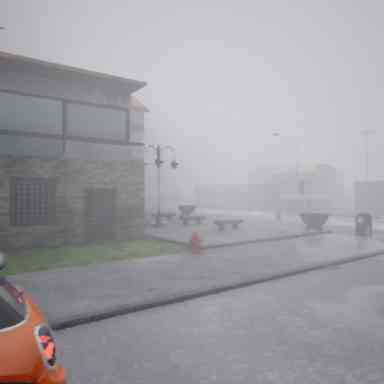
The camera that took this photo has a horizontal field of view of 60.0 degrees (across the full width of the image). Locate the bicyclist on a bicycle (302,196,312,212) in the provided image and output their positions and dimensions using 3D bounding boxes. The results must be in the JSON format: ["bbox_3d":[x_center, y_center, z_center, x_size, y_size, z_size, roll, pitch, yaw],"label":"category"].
[{"bbox_3d":[12.085,1.268,34.888,1.656,1.620,0.582,-1,0,-35],"label":"bicyclist on a bicycle"}]

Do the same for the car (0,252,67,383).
[{"bbox_3d":[-3.329,1.357,2.222,4.553,1.767,2.097,0,0,-35],"label":"car"}]
